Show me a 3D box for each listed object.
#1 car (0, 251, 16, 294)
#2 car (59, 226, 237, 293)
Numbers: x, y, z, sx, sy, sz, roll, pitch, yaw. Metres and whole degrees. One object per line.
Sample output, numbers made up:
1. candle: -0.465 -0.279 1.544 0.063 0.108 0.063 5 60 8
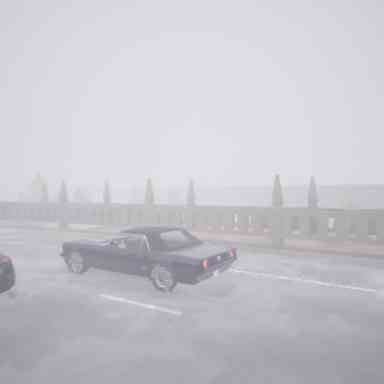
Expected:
1. car: -5.891 1.559 7.393 4.181 1.385 1.994 0 0 30
2. car: -1.326 1.579 8.812 4.718 1.301 1.895 0 0 32
